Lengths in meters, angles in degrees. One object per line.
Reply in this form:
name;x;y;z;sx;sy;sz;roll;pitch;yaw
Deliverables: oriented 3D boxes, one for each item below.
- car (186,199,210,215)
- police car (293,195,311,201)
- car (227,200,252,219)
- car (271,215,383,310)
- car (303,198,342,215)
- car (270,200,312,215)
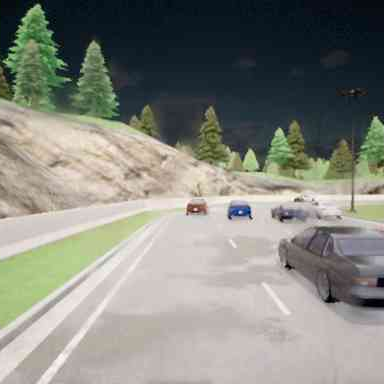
car;0.631;1.448;32.400;1.882;1.535;5.008;0;-1;7
police car;22.116;1.418;65.073;4.974;1.542;2.038;-1;0;-35
car;4.006;1.410;28.271;1.882;1.535;5.008;0;0;6
car;3.543;1.528;8.013;2.033;1.411;5.357;0;0;1
car;10.949;1.459;27.733;1.812;1.442;4.674;0;0;5
car;7.245;1.541;25.295;1.895;1.301;4.718;0;0;3
